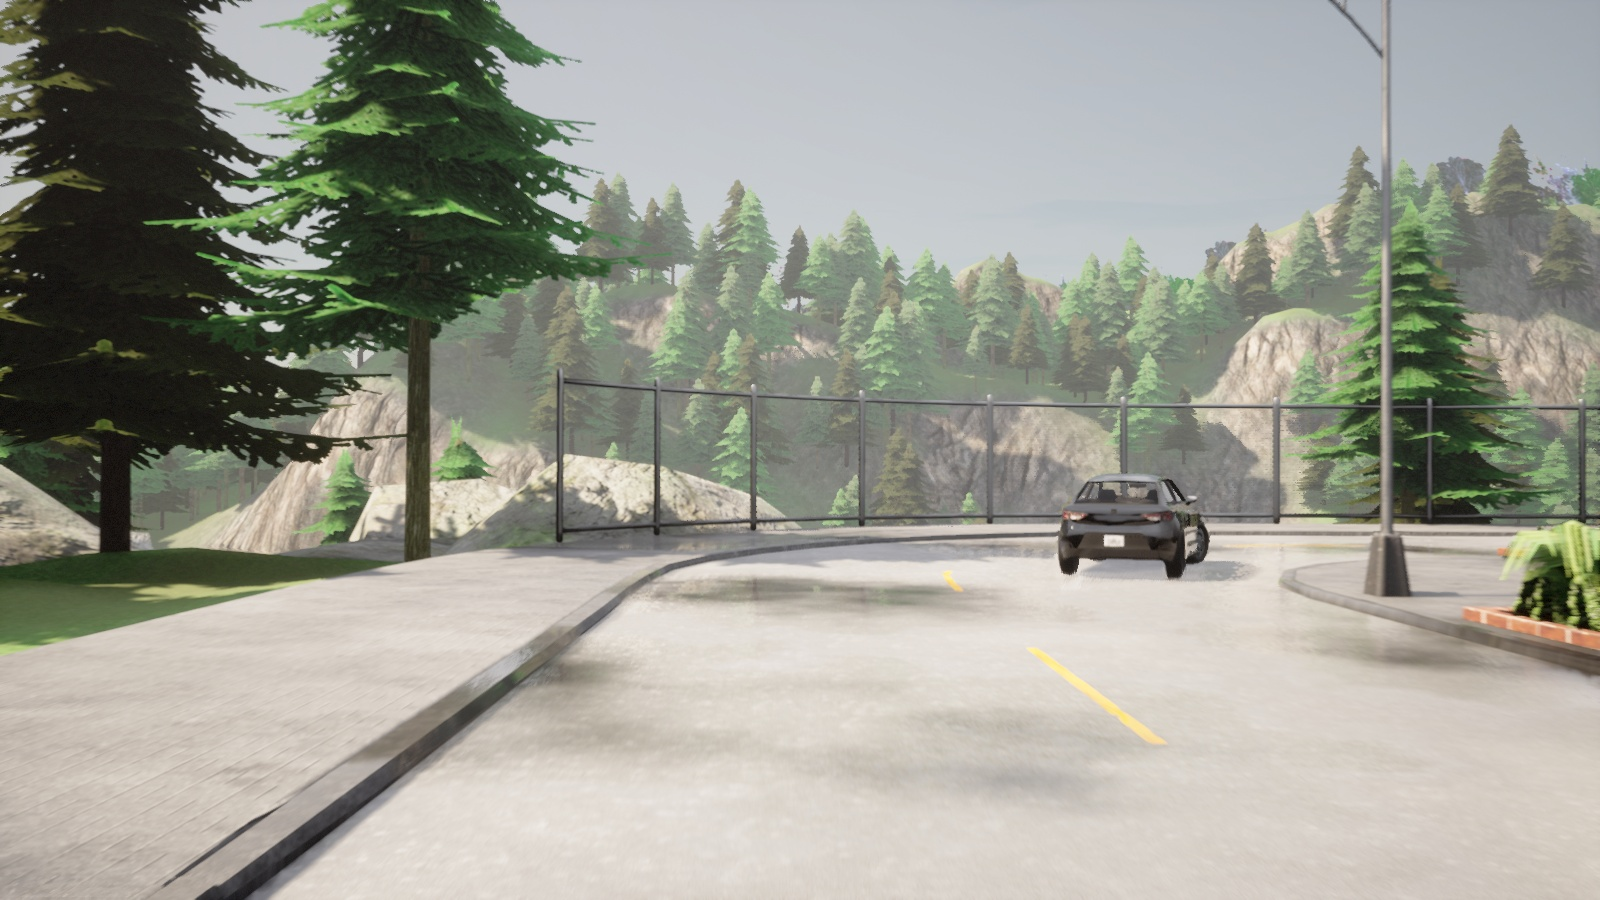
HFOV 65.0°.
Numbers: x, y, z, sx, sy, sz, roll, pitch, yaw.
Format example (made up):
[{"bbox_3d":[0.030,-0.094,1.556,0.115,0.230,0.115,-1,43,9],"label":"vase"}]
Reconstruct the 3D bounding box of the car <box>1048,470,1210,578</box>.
[{"bbox_3d":[5.234,1.058,19.603,1.816,1.474,4.193,-1,-1,23],"label":"car"}]
